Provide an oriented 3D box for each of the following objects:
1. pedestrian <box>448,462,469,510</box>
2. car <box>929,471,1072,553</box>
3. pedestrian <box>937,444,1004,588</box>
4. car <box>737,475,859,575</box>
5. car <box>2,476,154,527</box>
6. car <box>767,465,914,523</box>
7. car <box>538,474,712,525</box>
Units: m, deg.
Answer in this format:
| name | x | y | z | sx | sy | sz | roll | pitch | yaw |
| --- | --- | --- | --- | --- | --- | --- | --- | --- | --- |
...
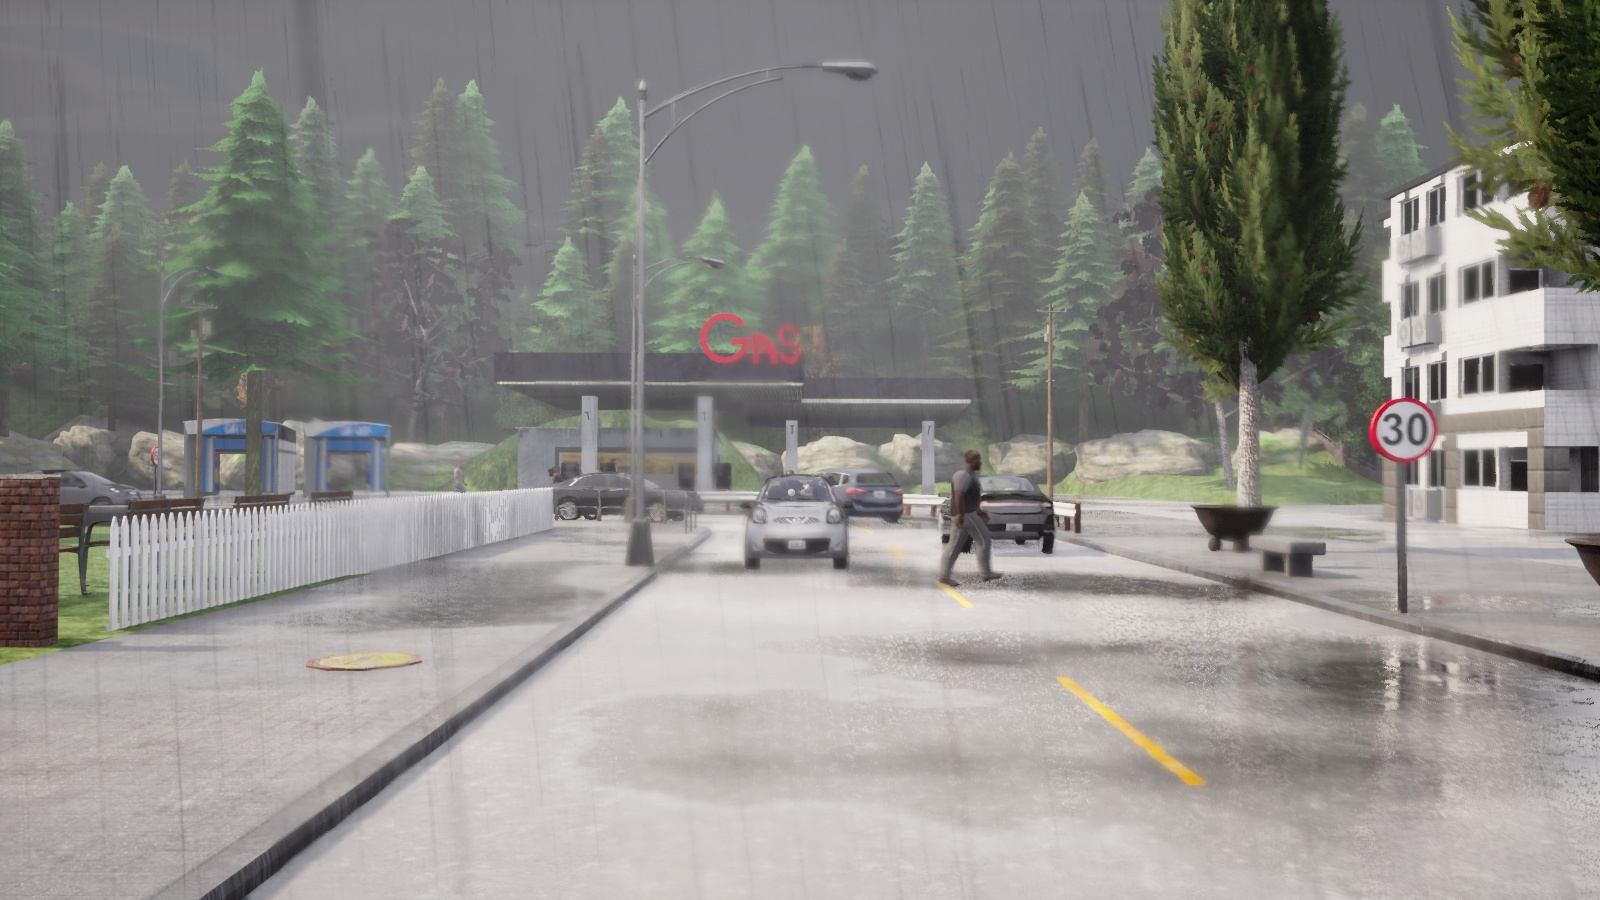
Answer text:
| name | x | y | z | sx | sy | sz | roll | pitch | yaw |
| --- | --- | --- | --- | --- | --- | --- | --- | --- | --- |
| pedestrian | -13.116 | 1.385 | 48.250 | 0.706 | 1.836 | 0.354 | 0 | -1 | -5 |
| car | 3.949 | 1.184 | 25.618 | 2.128 | 1.511 | 4.902 | 0 | -1 | 0 |
| pedestrian | 2.271 | 0.876 | 16.749 | 0.849 | 1.883 | 0.563 | 0 | -1 | 5 |
| car | -0.038 | 1.179 | 20.875 | 1.845 | 1.501 | 3.633 | 0 | -1 | 0 |
| car | -22.237 | 1.567 | 38.785 | 3.633 | 1.501 | 1.845 | 0 | -1 | 0 |
| car | 1.142 | 1.297 | 38.255 | 2.242 | 1.667 | 4.611 | 1 | -1 | -33 |
| car | -5.280 | 1.478 | 37.995 | 4.892 | 1.490 | 1.837 | 0 | -1 | 16 |
